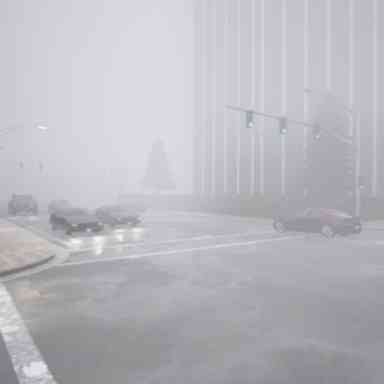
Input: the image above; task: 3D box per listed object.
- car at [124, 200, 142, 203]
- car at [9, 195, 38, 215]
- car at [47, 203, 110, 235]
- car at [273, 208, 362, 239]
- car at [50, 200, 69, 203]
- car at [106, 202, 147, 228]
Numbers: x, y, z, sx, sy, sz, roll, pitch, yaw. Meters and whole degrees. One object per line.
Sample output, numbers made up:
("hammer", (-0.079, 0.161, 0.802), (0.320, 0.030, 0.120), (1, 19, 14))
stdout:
("car", (-6.949, 1.649, 37.877), (1.882, 1.535, 5.008), (0, 0, -36))
("car", (-17.755, 1.306, 34.849), (2.150, 2.045, 5.566), (0, -1, -35))
("car", (-6.983, 1.632, 19.717), (2.033, 1.411, 5.357), (0, 0, -36))
("car", (6.825, 1.627, 18.643), (1.882, 1.535, 5.008), (1, -1, -36))
("car", (-14.217, 1.600, 35.899), (2.128, 1.511, 4.902), (0, 0, -35))
("car", (-5.562, 1.656, 23.747), (2.033, 1.411, 5.357), (0, 0, -36))
